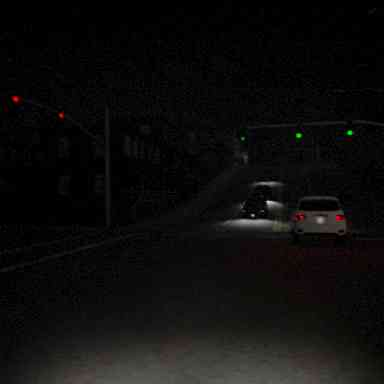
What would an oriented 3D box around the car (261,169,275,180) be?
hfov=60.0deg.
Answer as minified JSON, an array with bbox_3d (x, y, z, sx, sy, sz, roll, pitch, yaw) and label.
[{"bbox_3d":[11.164,-2.622,48.808,2.033,1.411,5.357,-1,12,16],"label":"car"}]

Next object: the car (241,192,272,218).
[{"bbox_3d":[5.243,1.137,27.387,2.033,1.411,5.357,-1,5,16],"label":"car"}]

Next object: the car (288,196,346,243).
[{"bbox_3d":[5.976,1.219,16.219,2.150,2.045,5.566,-1,0,15],"label":"car"}]

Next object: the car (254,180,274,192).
[{"bbox_3d":[7.821,-0.064,36.732,1.994,1.385,4.181,-1,9,16],"label":"car"}]
